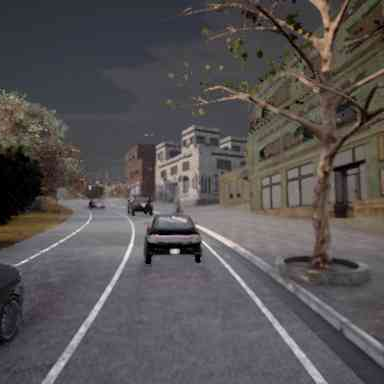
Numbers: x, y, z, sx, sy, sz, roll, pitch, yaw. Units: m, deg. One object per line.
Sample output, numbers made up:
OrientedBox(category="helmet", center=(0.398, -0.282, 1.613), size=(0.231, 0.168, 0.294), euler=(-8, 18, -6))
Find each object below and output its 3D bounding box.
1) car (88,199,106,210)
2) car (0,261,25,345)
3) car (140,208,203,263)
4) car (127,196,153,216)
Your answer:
OrientedBox(category="car", center=(-12.967, 1.649, 45.371), size=(2.128, 1.511, 4.902), euler=(2, -1, -23))
OrientedBox(category="car", center=(-3.551, 1.541, 3.680), size=(1.812, 1.442, 4.674), euler=(0, 0, -3))
OrientedBox(category="car", center=(-0.769, 1.555, 12.249), size=(2.128, 1.511, 4.902), euler=(0, 0, -6))
OrientedBox(category="car", center=(-5.532, 1.442, 35.170), size=(2.150, 2.045, 5.566), euler=(2, -1, -17))
